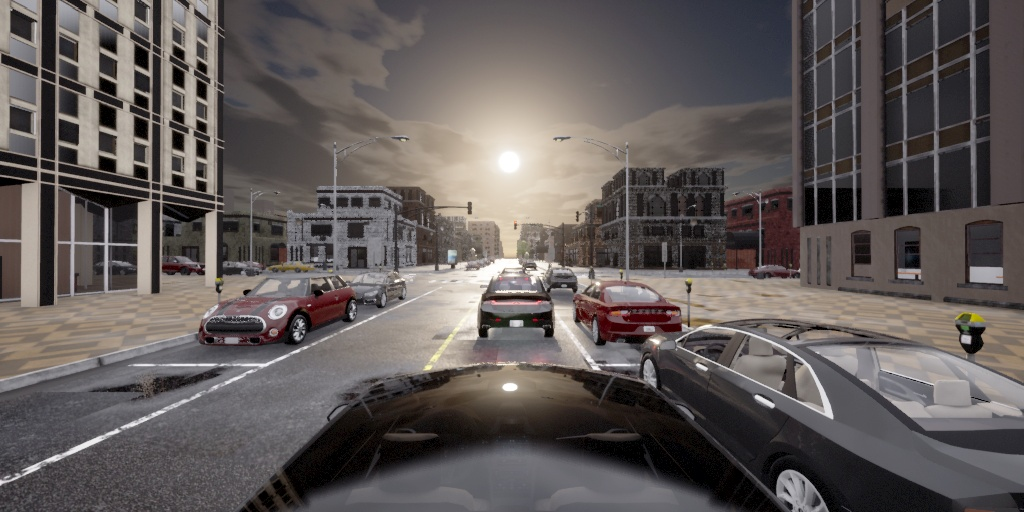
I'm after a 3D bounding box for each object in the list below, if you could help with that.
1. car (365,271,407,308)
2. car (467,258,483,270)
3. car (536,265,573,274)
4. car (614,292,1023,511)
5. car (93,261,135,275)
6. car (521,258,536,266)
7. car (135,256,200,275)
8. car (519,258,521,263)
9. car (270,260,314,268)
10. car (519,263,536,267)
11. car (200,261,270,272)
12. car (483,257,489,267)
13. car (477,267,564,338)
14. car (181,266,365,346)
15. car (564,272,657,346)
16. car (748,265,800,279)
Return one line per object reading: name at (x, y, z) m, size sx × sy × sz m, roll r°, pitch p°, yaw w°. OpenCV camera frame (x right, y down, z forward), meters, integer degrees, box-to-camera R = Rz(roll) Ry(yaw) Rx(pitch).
car at (-5.695, 1.302, 14.967) m, size 2.007 × 1.370 × 4.403 m, roll 0°, pitch 0°, yaw 0°
car at (-5.709, 1.339, 53.045) m, size 1.802 × 1.307 × 4.207 m, roll 0°, pitch 0°, yaw 0°
car at (2.683, 1.303, 20.645) m, size 2.007 × 1.370 × 4.403 m, roll 0°, pitch 0°, yaw 0°
car at (2.690, 1.301, 3.569) m, size 2.007 × 1.370 × 4.403 m, roll 0°, pitch 0°, yaw 0°
car at (-36.500, 1.131, 33.204) m, size 4.403 × 1.370 × 2.007 m, roll 0°, pitch 0°, yaw 1°
car at (2.671, 1.322, 53.035) m, size 1.948 × 1.339 × 4.313 m, roll 0°, pitch 0°, yaw 0°
car at (-30.964, 0.918, 33.121) m, size 5.009 × 1.841 × 2.192 m, roll 0°, pitch 0°, yaw 1°
car at (2.667, 1.341, 64.077) m, size 1.802 × 1.307 × 4.207 m, roll 0°, pitch 0°, yaw 0°
car at (-25.469, 1.198, 41.419) m, size 4.829 × 1.417 × 1.751 m, roll 0°, pitch 0°, yaw 1°
car at (0.092, 1.316, 20.592) m, size 1.994 × 1.385 × 4.181 m, roll 0°, pitch 0°, yaw 0°
car at (-25.427, 1.177, 33.037) m, size 4.403 × 1.370 × 2.007 m, roll 0°, pitch 0°, yaw 1°
car at (-5.714, 1.309, 64.088) m, size 2.007 × 1.370 × 4.403 m, roll 0°, pitch 0°, yaw 0°
car at (0.098, 1.242, 10.168) m, size 2.128 × 1.511 × 4.902 m, roll 0°, pitch 0°, yaw 0°
car at (-5.693, 1.190, 9.275) m, size 1.967 × 1.591 × 4.097 m, roll 0°, pitch 0°, yaw 0°
car at (2.687, 1.296, 9.261) m, size 1.888 × 1.381 × 4.507 m, roll 0°, pitch 0°, yaw 0°
car at (23.631, 1.433, 32.265) m, size 4.207 × 1.307 × 1.802 m, roll 0°, pitch 0°, yaw 1°
